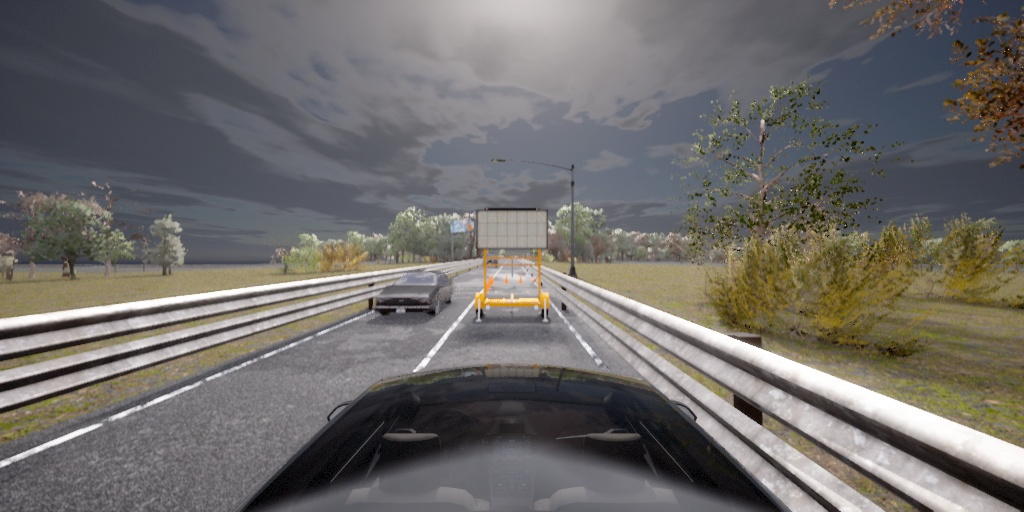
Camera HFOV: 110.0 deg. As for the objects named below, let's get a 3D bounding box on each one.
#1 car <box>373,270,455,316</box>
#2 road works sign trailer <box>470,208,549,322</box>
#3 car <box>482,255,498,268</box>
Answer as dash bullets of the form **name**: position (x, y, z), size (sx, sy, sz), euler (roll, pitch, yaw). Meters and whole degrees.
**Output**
- **car**: position (-3.350, 1.256, 13.449), size (2.033, 1.411, 5.357), euler (0, 0, 0)
- **road works sign trailer**: position (0.009, 0.177, 12.169), size (2.380, 3.560, 2.880), euler (0, 0, 0)
- **car**: position (-3.327, 0.783, 55.844), size (2.150, 2.045, 5.566), euler (0, 0, 0)
